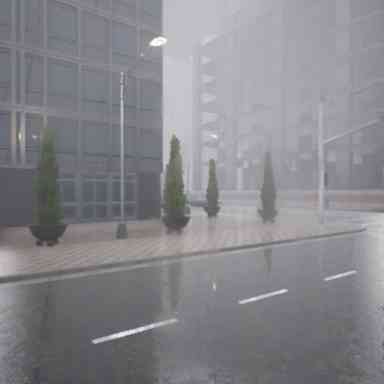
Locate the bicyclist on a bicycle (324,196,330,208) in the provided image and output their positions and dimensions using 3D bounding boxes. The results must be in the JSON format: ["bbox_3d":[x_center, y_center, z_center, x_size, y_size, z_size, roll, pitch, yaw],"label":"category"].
[{"bbox_3d":[17.922,1.307,44.437,1.656,1.620,0.582,0,0,-36],"label":"bicyclist on a bicycle"}]

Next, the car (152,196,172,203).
[{"bbox_3d":[-6.248,1.518,69.213,1.837,1.490,4.892,0,0,-36],"label":"car"}]

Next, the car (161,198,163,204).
[{"bbox_3d":[-3.764,1.509,59.979,2.128,1.511,4.902,0,0,-36],"label":"car"}]

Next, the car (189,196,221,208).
[{"bbox_3d":[1.913,1.622,46.034,1.895,1.301,4.718,0,0,-36],"label":"car"}]
